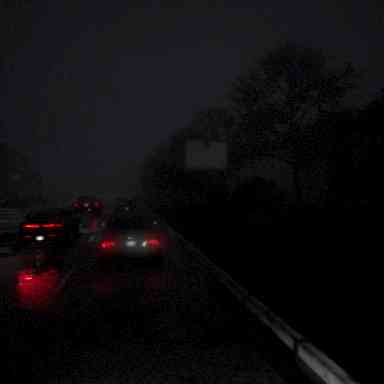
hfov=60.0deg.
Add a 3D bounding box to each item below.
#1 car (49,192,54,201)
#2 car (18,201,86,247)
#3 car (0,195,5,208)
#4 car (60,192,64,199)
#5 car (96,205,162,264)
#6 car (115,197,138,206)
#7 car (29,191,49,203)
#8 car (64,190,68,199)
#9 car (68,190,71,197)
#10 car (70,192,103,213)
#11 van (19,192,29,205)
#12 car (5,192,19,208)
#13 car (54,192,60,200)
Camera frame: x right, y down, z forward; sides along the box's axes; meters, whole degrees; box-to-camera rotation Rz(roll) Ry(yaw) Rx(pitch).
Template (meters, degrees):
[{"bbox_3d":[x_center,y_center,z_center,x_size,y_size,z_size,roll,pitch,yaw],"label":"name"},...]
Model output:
[{"bbox_3d":[-28.641,1.041,63.853,2.097,1.535,5.008,-1,1,-12],"label":"car"},{"bbox_3d":[-6.039,1.403,14.547,1.837,1.490,4.892,-1,1,-11],"label":"car"},{"bbox_3d":[-23.058,1.178,36.825,2.185,1.767,4.553,-1,1,-12],"label":"car"},{"bbox_3d":[-30.884,0.810,74.698,2.185,1.767,4.553,-1,1,-12],"label":"car"},{"bbox_3d":[-2.133,1.428,11.506,2.033,1.411,5.357,-1,1,-11],"label":"car"},{"bbox_3d":[-5.880,1.188,30.016,2.128,1.511,4.902,-1,1,-11],"label":"car"},{"bbox_3d":[-27.545,0.841,58.529,2.435,2.045,5.566,-1,1,-12],"label":"car"},{"bbox_3d":[-32.002,0.757,80.109,2.185,1.767,4.553,-1,1,-12],"label":"car"},{"bbox_3d":[-33.138,0.869,85.616,2.002,1.452,4.674,-1,1,-12],"label":"car"},{"bbox_3d":[-9.034,1.102,29.199,2.097,1.767,4.553,-1,1,-11],"label":"car"},{"bbox_3d":[-25.266,0.974,47.500,1.878,1.987,4.442,-1,1,-12],"label":"van"},{"bbox_3d":[-24.176,1.126,42.235,2.185,1.767,4.553,-1,1,-12],"label":"car"},{"bbox_3d":[-29.760,0.989,69.265,2.231,1.521,4.892,-1,1,-12],"label":"car"}]
